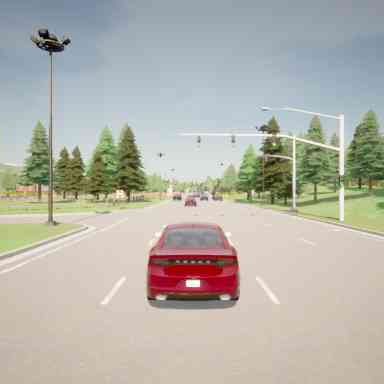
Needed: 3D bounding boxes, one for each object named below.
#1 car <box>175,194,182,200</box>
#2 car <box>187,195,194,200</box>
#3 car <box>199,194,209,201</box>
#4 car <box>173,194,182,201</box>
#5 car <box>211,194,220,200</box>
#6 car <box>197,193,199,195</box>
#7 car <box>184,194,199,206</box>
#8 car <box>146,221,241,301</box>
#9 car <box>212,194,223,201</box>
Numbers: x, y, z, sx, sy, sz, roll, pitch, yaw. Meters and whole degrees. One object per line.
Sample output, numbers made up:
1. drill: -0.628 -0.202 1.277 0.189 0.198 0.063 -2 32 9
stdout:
1. car: -3.864 1.310 94.019 1.882 1.535 5.008 0 0 0
2. car: -0.364 1.427 94.062 1.895 1.301 4.718 0 0 0
3. car: 3.175 1.516 84.043 1.812 1.442 4.674 0 0 0
4. car: -3.824 1.469 83.599 1.882 1.535 5.008 0 0 0
5. car: 6.636 1.372 94.060 2.033 1.411 5.357 0 0 0
6. car: 3.136 1.357 94.046 2.128 1.511 4.902 0 0 0
7. car: -0.204 1.525 53.000 1.812 1.442 4.674 0 0 0
8. car: 0.031 1.478 8.398 1.882 1.535 5.008 0 0 0
9. car: 6.676 1.516 83.640 2.128 1.511 4.902 0 0 0
